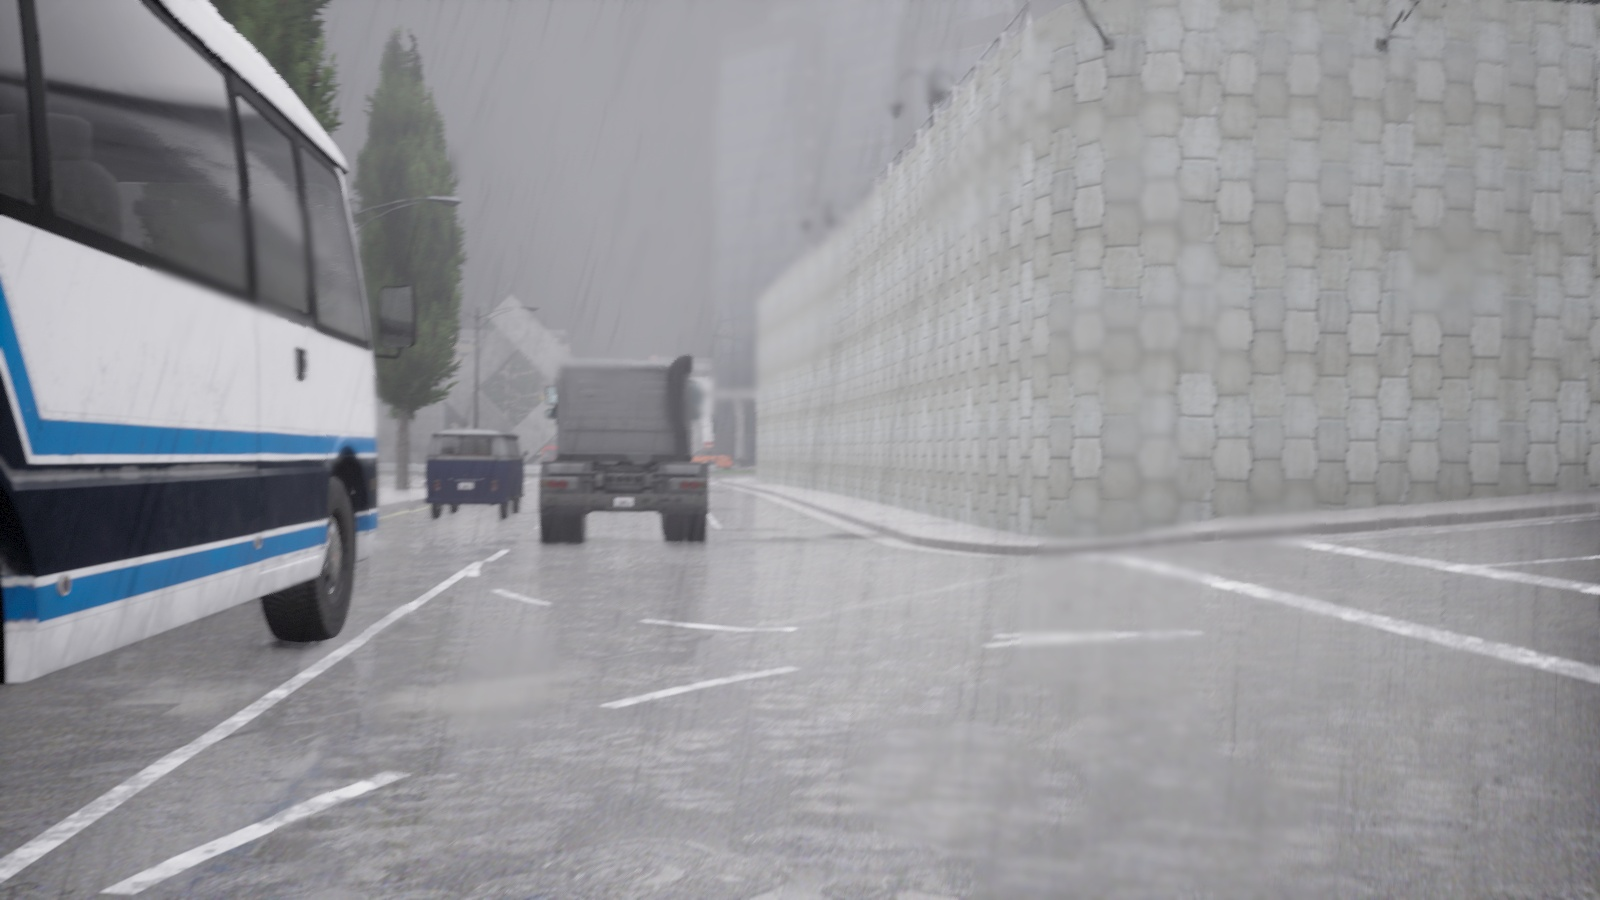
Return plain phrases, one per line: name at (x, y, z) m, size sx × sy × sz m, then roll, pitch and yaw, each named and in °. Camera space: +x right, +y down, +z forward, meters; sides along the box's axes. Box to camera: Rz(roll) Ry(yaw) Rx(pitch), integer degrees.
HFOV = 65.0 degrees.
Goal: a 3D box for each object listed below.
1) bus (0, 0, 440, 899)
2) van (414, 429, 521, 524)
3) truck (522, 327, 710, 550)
bus at (-4.705, -0.666, 6.413) m, size 3.944 × 4.253 × 10.273 m, roll 0°, pitch 0°, yaw -7°
van at (-7.513, 0.566, 28.743) m, size 1.775 × 1.987 × 4.442 m, roll 1°, pitch 0°, yaw -7°
truck at (-3.432, -0.145, 23.682) m, size 2.891 × 3.462 × 7.936 m, roll 1°, pitch 0°, yaw -8°
